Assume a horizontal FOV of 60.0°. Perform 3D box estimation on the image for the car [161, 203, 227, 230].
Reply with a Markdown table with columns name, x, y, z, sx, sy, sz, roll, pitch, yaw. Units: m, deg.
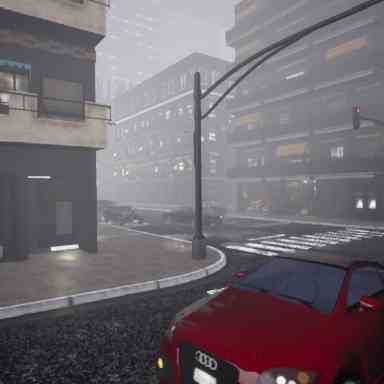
| name | x | y | z | sx | sy | sz | roll | pitch | yaw |
| --- | --- | --- | --- | --- | --- | --- | --- | --- | --- |
| car | -0.040 | 1.631 | 21.748 | 1.895 | 1.301 | 4.718 | -1 | 0 | -36 |

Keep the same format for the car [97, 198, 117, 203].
| name | x | y | z | sx | sy | sz | roll | pitch | yaw |
| --- | --- | --- | --- | --- | --- | --- | --- | --- | --- |
| car | -8.668 | 1.546 | 33.626 | 1.837 | 1.490 | 4.892 | -1 | 0 | -36 |

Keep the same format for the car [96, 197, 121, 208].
| name | x | y | z | sx | sy | sz | roll | pitch | yaw |
| --- | --- | --- | --- | --- | --- | --- | --- | --- | --- |
| car | -11.891 | 1.519 | 47.264 | 1.887 | 1.381 | 4.507 | -1 | 1 | -36 |

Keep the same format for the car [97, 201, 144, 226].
| name | x | y | z | sx | sy | sz | roll | pitch | yaw |
| --- | --- | --- | --- | --- | --- | --- | --- | --- | --- |
| car | -5.139 | 1.632 | 24.571 | 1.947 | 1.339 | 4.313 | -1 | 1 | -36 |

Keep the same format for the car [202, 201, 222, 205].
| name | x | y | z | sx | sy | sz | roll | pitch | yaw |
| --- | --- | --- | --- | --- | --- | --- | --- | --- | --- |
| car | 1.235 | 1.512 | 29.204 | 2.008 | 1.369 | 4.403 | -1 | 1 | -36 |

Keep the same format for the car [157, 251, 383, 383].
| name | x | y | z | sx | sy | sz | roll | pitch | yaw |
| --- | --- | --- | --- | --- | --- | --- | --- | --- | --- |
| car | 1.602 | 1.563 | 4.432 | 4.181 | 1.385 | 1.994 | 0 | 0 | -42 |
